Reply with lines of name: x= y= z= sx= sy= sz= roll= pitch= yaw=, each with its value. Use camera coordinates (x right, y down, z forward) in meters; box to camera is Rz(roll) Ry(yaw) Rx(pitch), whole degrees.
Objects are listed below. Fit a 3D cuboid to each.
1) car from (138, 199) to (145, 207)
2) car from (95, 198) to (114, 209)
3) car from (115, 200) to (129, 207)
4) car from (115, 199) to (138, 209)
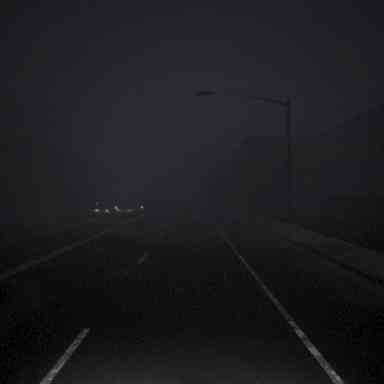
car: x=-10.496 y=2.085 z=66.490 sx=1.882 sy=1.535 sz=5.008 roll=0 pitch=0 yaw=0
car: x=-14.032 y=1.842 z=53.659 sx=2.097 sy=1.767 sz=4.553 roll=0 pitch=-1 yaw=0
car: x=-13.993 y=2.206 z=66.663 sx=1.895 sy=1.301 sz=4.718 roll=0 pitch=-1 yaw=0
car: x=-10.536 y=1.966 z=53.393 sx=1.882 sy=1.535 sz=5.008 roll=0 pitch=0 yaw=1
